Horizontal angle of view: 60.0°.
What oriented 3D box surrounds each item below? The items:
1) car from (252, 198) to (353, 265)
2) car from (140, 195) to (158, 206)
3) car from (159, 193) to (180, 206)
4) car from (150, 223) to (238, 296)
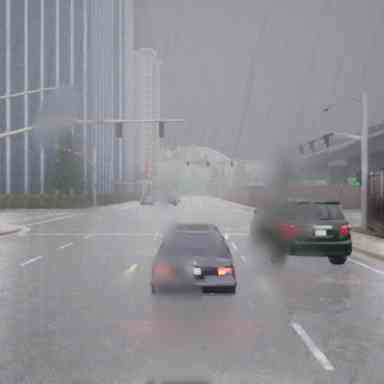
[{"bbox_3d":[3.575,1.219,11.831,2.150,2.045,5.566,0,0,1],"label":"car"},{"bbox_3d":[-7.067,1.495,52.975,1.837,1.490,4.892,0,0,0],"label":"car"},{"bbox_3d":[-3.569,1.212,53.435,2.150,2.045,5.566,0,0,1],"label":"car"},{"bbox_3d":[0.057,1.546,8.798,2.033,1.411,5.357,0,0,1],"label":"car"}]
